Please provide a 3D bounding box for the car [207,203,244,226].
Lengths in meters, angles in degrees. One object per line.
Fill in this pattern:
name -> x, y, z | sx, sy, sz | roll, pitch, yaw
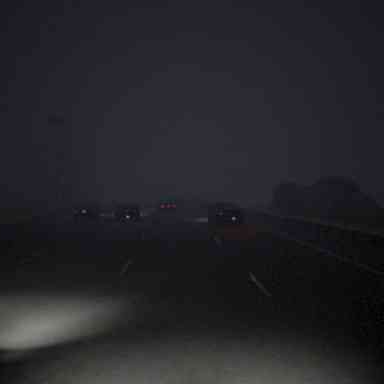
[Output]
car -> 2.289, 1.468, 23.026 | 1.812, 1.442, 4.674 | 0, 0, -7

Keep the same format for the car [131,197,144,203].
car -> -10.587, 1.586, 64.191 | 1.895, 1.301, 4.718 | 0, 0, -21

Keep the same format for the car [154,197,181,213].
car -> -3.020, 1.513, 36.656 | 2.033, 1.411, 5.357 | 0, 0, -14

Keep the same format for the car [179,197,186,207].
car -> -2.321, 1.486, 49.609 | 2.033, 1.411, 5.357 | 0, 0, -17

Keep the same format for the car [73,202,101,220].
car -> -8.896, 1.577, 28.450 | 2.033, 1.411, 5.357 | 0, 0, -10

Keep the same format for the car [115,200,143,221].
car -> -5.286, 1.601, 27.772 | 1.895, 1.301, 4.718 | 0, 0, -9
